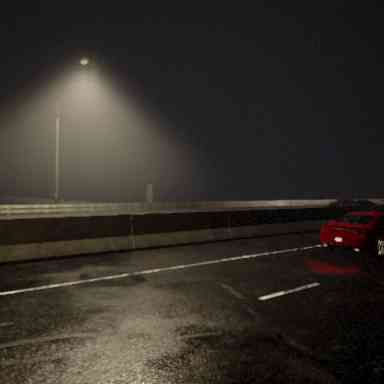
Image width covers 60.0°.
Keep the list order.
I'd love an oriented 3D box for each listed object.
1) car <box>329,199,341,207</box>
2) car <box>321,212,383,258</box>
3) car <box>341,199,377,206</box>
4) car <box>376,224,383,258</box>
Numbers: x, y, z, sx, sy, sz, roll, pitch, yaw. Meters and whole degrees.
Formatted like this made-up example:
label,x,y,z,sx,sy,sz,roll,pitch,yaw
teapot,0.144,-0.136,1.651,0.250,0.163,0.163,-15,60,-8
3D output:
label,x,y,z,sx,sy,sz,roll,pitch,yaw
car,19.822,1.628,43.276,5.008,1.535,1.882,0,0,-34
car,7.160,1.521,13.077,5.008,1.535,1.882,0,0,-35
car,20.004,1.667,39.184,4.674,1.442,1.812,0,0,-34
car,7.424,1.584,8.989,5.357,1.411,2.033,0,0,-35
